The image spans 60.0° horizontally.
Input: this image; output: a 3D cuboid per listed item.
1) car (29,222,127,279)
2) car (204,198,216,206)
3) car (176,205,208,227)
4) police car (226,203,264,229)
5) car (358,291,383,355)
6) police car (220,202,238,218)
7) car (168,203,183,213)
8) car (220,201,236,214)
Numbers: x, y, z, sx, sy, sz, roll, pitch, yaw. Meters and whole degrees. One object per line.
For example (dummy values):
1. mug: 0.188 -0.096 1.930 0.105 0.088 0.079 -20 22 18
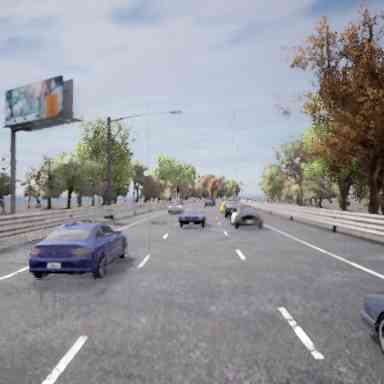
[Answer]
1. car: -3.318 1.660 10.395 1.812 1.442 4.674 0 -1 1
2. car: 3.811 2.563 75.640 1.812 1.442 4.674 0 -1 6
3. car: 0.160 1.935 25.622 1.895 1.301 4.718 0 -1 4
4. police car: 3.928 1.825 24.490 2.038 1.542 4.974 0 -1 2
5. car: 3.507 1.585 2.740 2.033 1.411 5.357 0 -1 0
6. police car: 4.372 1.893 35.469 1.930 1.638 5.238 0 -1 3
7. car: -2.080 2.207 45.257 1.895 1.301 4.718 0 -1 4
8. car: 4.957 2.096 46.219 1.882 1.535 5.008 0 -1 4
